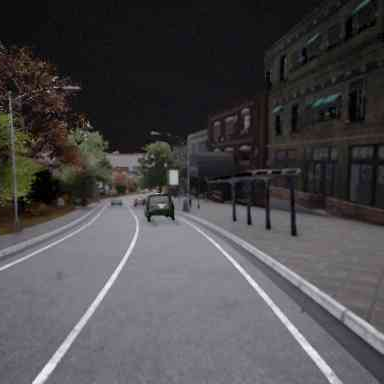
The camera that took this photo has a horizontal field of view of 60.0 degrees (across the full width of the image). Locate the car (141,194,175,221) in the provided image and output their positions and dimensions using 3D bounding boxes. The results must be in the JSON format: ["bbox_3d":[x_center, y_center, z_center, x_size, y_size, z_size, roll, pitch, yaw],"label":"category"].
[{"bbox_3d":[-2.751,1.195,27.380,2.150,2.045,5.566,-1,1,-11],"label":"car"}]

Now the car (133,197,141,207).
[{"bbox_3d":[-7.948,1.541,51.107,1.812,1.442,4.674,-1,0,-12],"label":"car"}]

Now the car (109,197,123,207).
[{"bbox_3d":[-12.186,1.611,53.813,1.837,1.490,4.892,-1,0,-12],"label":"car"}]
